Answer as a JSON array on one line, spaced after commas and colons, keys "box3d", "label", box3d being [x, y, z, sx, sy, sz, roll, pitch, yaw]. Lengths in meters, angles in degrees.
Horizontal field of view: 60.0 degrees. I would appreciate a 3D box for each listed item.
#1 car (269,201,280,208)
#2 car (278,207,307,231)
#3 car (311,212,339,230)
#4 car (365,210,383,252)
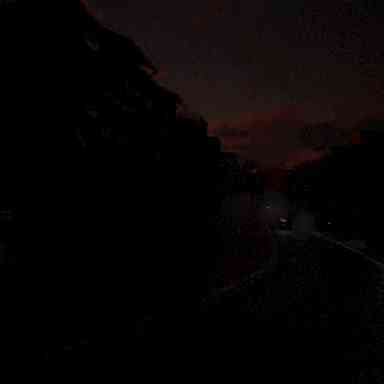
[{"box3d": [17.390, 2.619, 70.208, 1.994, 1.385, 4.181, 0, 1, 12], "label": "car"}, {"box3d": [8.823, 2.417, 29.497, 2.097, 1.767, 4.553, 0, -3, 12], "label": "car"}, {"box3d": [12.476, 2.639, 31.344, 2.128, 1.511, 4.902, 0, -3, 12], "label": "car"}, {"box3d": [8.544, 1.569, 13.028, 2.150, 2.045, 5.566, 0, -3, 15], "label": "car"}]
